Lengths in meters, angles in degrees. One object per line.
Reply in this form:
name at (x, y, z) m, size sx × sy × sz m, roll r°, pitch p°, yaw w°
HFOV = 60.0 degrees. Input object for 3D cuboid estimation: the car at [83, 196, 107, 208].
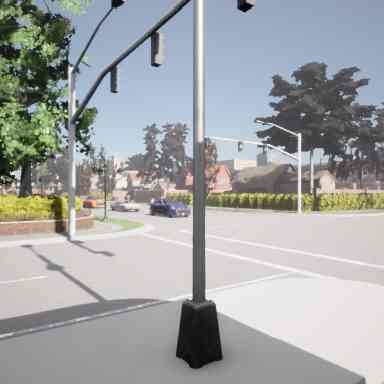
car at (-13.712, 1.352, 46.866) m, size 2.097 × 1.767 × 4.553 m, roll 0°, pitch 0°, yaw -36°

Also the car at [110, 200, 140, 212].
car at (-7.822, 1.601, 38.726) m, size 1.895 × 1.301 × 4.718 m, roll 0°, pitch 0°, yaw -36°

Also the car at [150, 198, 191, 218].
car at (-2.078, 1.352, 30.790) m, size 2.097 × 1.767 × 4.553 m, roll 0°, pitch 0°, yaw -36°
